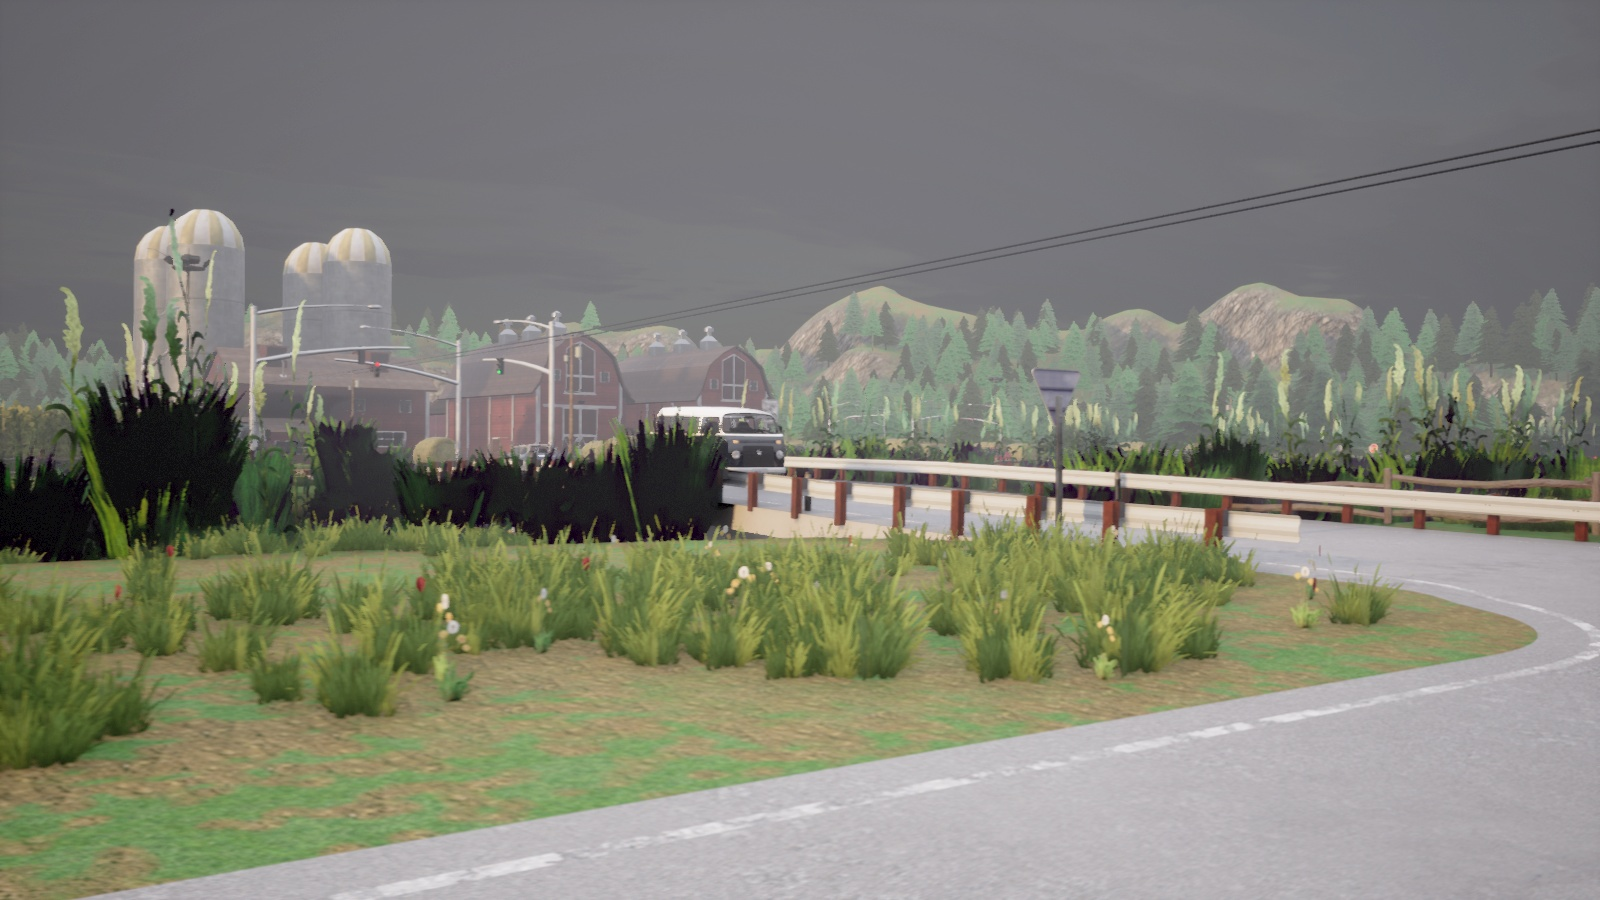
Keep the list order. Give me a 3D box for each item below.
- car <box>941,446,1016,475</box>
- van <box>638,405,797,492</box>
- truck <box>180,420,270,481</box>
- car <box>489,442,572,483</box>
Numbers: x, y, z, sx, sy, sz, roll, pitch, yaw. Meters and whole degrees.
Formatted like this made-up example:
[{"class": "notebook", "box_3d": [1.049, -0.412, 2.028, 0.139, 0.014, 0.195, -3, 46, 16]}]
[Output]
[{"class": "car", "box_3d": [13.107, 0.733, 92.007, 5.566, 2.045, 2.150, 0, 0, -38]}, {"class": "van", "box_3d": [-2.162, -0.074, 31.588, 2.069, 2.038, 4.480, 0, 1, -33]}, {"class": "truck", "box_3d": [-34.917, 0.048, 76.091, 2.891, 3.462, 7.936, 0, 0, -41]}, {"class": "car", "box_3d": [-11.006, 0.541, 51.142, 1.970, 1.475, 3.806, 0, -3, -35]}]
